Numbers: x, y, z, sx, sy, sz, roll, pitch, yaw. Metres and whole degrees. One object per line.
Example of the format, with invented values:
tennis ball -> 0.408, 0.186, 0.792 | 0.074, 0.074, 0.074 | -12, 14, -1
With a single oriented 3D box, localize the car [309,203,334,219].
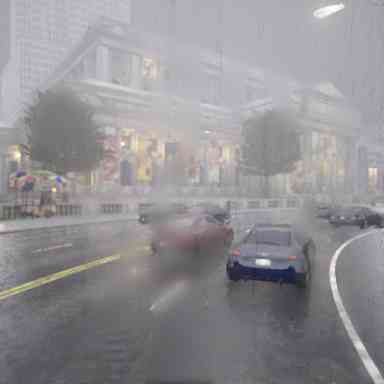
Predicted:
car -> 11.341, 1.612, 26.780 | 4.902, 1.511, 2.128 | 0, 0, -40

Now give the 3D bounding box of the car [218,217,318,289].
car -> 2.403, 1.602, 9.531 | 1.994, 1.385, 4.181 | 0, 0, 22

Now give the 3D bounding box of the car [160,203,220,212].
car -> 0.552, 1.549, 20.813 | 1.882, 1.535, 5.008 | 0, 0, 37

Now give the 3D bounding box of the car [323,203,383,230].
car -> 11.040, 1.652, 22.016 | 5.357, 1.411, 2.033 | 0, 0, -43

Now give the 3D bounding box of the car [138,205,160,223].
car -> -1.639, 1.552, 23.707 | 1.882, 1.535, 5.008 | 0, 0, 38

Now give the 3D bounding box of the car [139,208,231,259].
car -> 0.129, 1.570, 12.960 | 1.812, 1.442, 4.674 | 0, 0, 26
